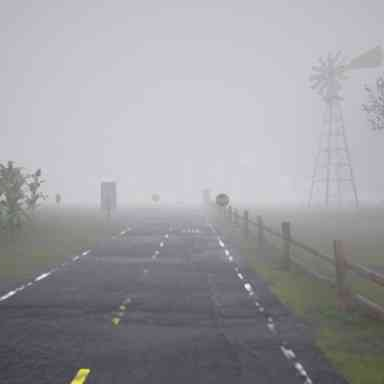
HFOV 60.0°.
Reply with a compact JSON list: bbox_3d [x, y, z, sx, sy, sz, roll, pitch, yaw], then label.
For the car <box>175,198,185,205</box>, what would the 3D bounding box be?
[{"bbox_3d":[-2.763,2.065,74.636,2.097,1.767,4.553,0,-1,0],"label":"car"}]
